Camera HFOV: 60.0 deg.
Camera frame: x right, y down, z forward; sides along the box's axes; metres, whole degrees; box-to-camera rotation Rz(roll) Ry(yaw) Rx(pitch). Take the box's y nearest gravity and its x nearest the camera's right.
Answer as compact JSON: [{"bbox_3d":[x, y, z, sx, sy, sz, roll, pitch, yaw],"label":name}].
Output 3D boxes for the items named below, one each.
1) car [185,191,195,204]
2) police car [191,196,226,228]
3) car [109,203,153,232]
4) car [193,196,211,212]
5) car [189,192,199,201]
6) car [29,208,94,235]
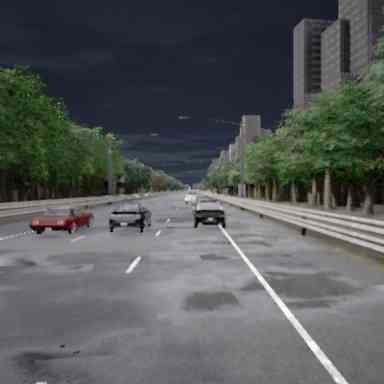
[{"bbox_3d":[-0.017,0.912,56.100,2.150,2.045,5.566,0,0,0],"label":"car"},{"bbox_3d":[1.044,1.306,21.253,1.930,1.638,5.238,0,0,0],"label":"police car"},{"bbox_3d":[-3.405,1.384,19.043,2.128,1.511,4.902,0,0,0],"label":"car"},{"bbox_3d":[1.039,1.271,37.143,1.882,1.535,5.008,0,0,0],"label":"car"},{"bbox_3d":[1.040,1.177,31.113,2.097,1.767,4.553,0,0,0],"label":"car"},{"bbox_3d":[-6.905,1.498,18.230,1.895,1.301,4.718,0,0,0],"label":"car"}]
